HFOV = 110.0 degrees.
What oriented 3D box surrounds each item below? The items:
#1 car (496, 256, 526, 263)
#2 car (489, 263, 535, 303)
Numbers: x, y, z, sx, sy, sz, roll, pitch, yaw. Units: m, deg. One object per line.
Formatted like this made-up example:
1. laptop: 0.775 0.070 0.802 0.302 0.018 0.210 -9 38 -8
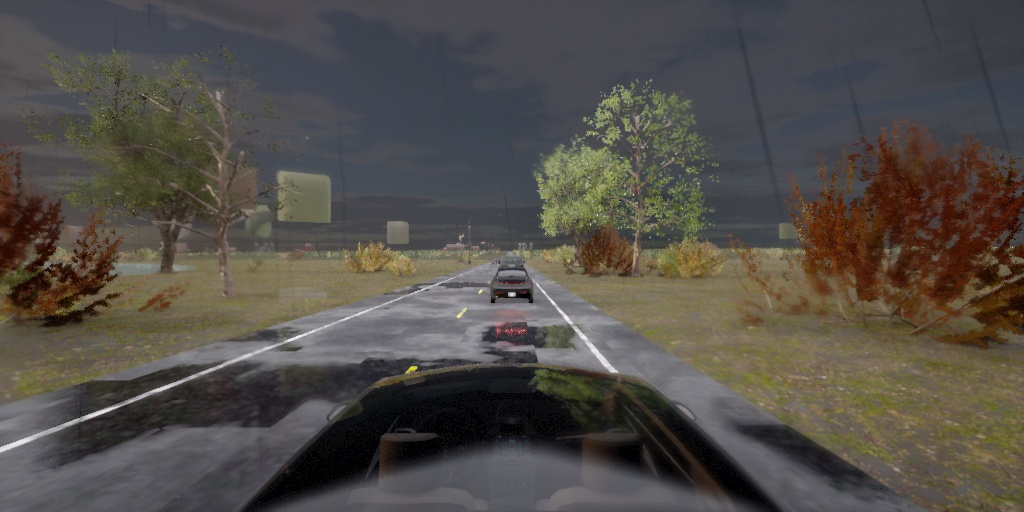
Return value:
1. car: 0.000 0.987 31.530 2.150 2.045 5.566 0 0 0
2. car: 0.000 1.259 16.500 1.837 1.490 4.892 0 0 0
